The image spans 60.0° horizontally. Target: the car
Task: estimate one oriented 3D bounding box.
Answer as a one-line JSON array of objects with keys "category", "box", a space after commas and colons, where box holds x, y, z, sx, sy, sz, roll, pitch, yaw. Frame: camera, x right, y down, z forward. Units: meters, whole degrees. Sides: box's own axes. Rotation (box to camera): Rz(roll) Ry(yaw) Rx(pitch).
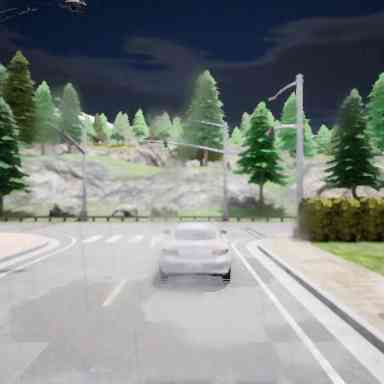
[{"category": "car", "box": [0.091, 1.587, 9.974, 1.812, 1.442, 4.674, 0, 0, 0]}]
